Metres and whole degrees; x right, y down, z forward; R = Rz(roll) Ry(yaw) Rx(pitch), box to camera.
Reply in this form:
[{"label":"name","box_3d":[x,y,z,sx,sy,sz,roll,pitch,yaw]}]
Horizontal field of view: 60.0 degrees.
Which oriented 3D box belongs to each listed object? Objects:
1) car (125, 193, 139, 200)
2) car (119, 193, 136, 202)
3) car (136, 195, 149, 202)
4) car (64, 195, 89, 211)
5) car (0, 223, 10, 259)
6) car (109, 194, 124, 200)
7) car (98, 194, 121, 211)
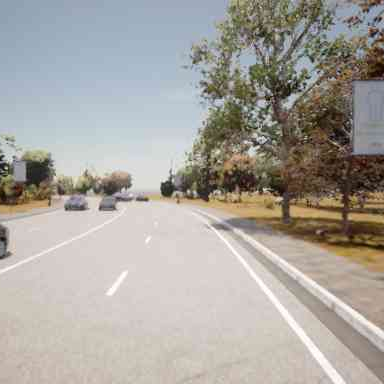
[{"label":"car","box_3d":[-13.876,1.045,76.755,1.812,1.442,4.674,0,0,-26]},{"label":"car","box_3d":[-13.198,1.258,65.770,2.033,1.411,5.357,0,0,-22]},{"label":"car","box_3d":[-10.119,1.267,67.534,1.994,1.385,4.181,0,0,-22]},{"label":"car","box_3d":[-13.107,1.198,37.902,2.097,1.767,4.553,0,0,-9]},{"label":"car","box_3d":[-7.228,1.487,9.692,1.837,1.490,4.892,0,0,-1]},{"label":"car","box_3d":[-17.212,1.073,75.627,2.033,1.411,5.357,0,0,-26]},{"label":"car","box_3d":[-9.652,1.352,38.490,1.837,1.490,4.892,0,0,-9]}]
